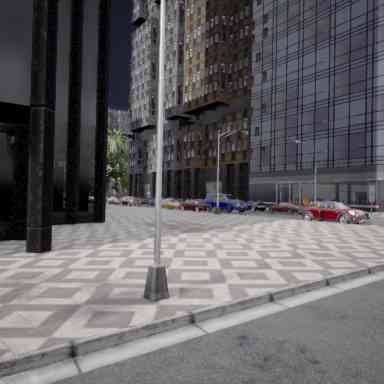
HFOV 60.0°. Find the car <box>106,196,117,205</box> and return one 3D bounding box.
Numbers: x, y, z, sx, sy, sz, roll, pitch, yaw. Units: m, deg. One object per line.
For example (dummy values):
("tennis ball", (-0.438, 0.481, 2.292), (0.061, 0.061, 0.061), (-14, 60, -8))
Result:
("car", (-12.378, 1.533, 54.488), (1.802, 1.307, 4.206), (2, -1, -35))

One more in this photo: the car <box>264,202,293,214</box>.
("car", (10.496, 1.746, 37.095), (1.802, 1.307, 4.206), (2, -1, -35))

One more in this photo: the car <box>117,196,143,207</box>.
("car", (-9.188, 1.390, 50.022), (1.967, 1.590, 4.097), (2, -1, -35))

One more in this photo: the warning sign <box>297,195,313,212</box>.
("warning sign", (12.853, 1.340, 37.781), (1.300, 1.860, 1.060), (2, -1, -35))

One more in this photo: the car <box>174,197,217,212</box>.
("car", (0.370, 1.486, 36.617), (1.887, 1.381, 4.507), (2, -1, -35))

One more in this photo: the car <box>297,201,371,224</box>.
("car", (9.914, 1.372, 23.242), (1.967, 1.590, 4.097), (2, -1, -37))

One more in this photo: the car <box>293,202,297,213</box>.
("car", (11.061, 1.552, 26.273), (2.033, 1.411, 5.357), (2, -1, -33))

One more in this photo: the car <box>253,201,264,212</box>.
("car", (7.310, 1.733, 41.562), (1.947, 1.339, 4.313), (2, -1, -35))

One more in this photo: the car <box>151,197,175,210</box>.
("car", (-2.718, 1.470, 40.947), (1.752, 1.417, 4.829), (2, -1, -35))

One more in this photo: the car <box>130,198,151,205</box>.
("car", (-9.322, 1.705, 60.123), (1.895, 1.301, 4.718), (2, -1, -35))

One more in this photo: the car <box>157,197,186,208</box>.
("car", (-3.227, 1.595, 51.655), (2.128, 1.511, 4.902), (2, -1, -35))

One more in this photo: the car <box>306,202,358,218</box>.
("car", (13.683, 1.727, 32.629), (1.947, 1.339, 4.313), (2, -1, -35))

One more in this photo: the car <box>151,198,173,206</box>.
("car", (-5.435, 1.727, 59.431), (2.008, 1.369, 4.403), (2, -1, -35))

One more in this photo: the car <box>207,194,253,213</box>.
("car", (3.612, 1.233, 36.674), (2.150, 2.045, 5.566), (2, -1, -35))

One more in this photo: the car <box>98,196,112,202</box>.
("car", (-21.366, 1.757, 81.764), (1.802, 1.307, 4.206), (2, -1, -35))

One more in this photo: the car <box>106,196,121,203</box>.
("car", (-18.277, 1.701, 77.437), (1.752, 1.417, 4.829), (2, -1, -35))

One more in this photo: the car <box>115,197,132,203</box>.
("car", (-14.994, 1.742, 72.831), (1.947, 1.339, 4.313), (2, -1, -35))

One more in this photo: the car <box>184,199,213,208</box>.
("car", (0.938, 1.724, 50.496), (2.008, 1.369, 4.403), (2, -1, -35))

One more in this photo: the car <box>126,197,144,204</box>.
("car", (-11.807, 1.742, 68.364), (1.947, 1.339, 4.313), (2, -1, -35))

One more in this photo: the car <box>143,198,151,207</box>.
("car", (-4.574, 1.567, 48.193), (2.033, 1.411, 5.357), (2, -1, -35))
